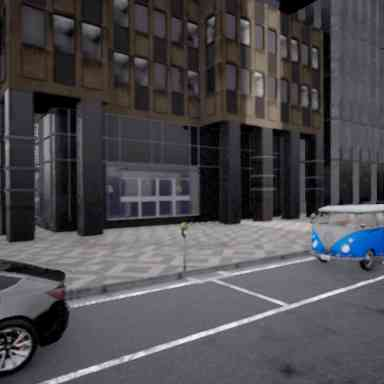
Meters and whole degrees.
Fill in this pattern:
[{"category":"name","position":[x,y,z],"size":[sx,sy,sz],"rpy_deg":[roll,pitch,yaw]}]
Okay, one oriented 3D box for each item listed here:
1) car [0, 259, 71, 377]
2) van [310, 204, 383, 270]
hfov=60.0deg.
[{"category":"car","position":[-3.725,1.569,3.994],"size":[4.313,1.339,1.947],"rpy_deg":[0,0,-35]},{"category":"van","position":[5.452,1.299,10.540],"size":[3.998,1.788,1.690],"rpy_deg":[0,0,-35]}]
